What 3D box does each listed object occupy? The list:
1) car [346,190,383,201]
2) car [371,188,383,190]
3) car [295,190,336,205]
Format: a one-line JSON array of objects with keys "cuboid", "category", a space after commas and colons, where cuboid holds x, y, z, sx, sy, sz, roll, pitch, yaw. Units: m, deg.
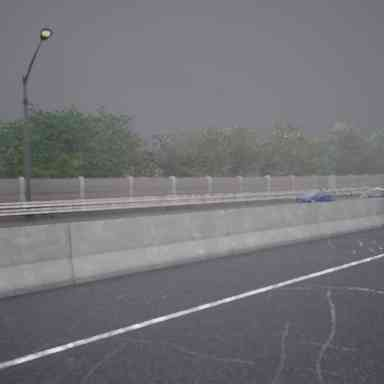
[{"cuboid": [14.511, 0.775, 26.912, 4.718, 1.301, 1.895, -2, 1, -34], "category": "car"}, {"cuboid": [19.194, 0.411, 34.291, 4.892, 1.490, 1.837, -2, 1, -34], "category": "car"}, {"cuboid": [12.622, 0.559, 34.081, 5.008, 1.535, 1.882, -2, 1, -34], "category": "car"}]
